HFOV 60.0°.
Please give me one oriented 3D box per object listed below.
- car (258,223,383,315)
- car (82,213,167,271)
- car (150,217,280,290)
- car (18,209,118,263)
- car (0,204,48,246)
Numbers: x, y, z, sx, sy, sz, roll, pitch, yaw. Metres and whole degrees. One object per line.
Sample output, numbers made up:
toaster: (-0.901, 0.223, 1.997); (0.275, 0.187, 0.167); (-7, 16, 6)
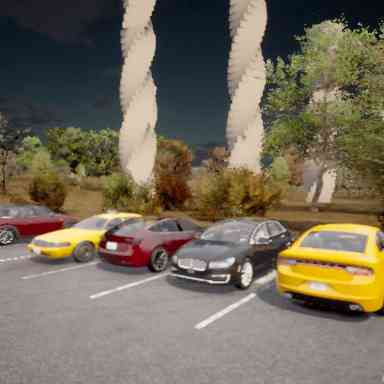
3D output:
car: (3.618, 1.484, 7.778); (2.097, 1.535, 5.008); (0, 0, 36)
car: (-0.842, 1.521, 11.003); (2.163, 1.488, 4.792); (0, 0, 36)
car: (1.383, 1.489, 9.387); (2.231, 1.521, 4.892); (0, 0, 36)
car: (-3.214, 1.486, 12.432); (1.946, 1.575, 5.366); (0, 0, 36)
car: (-7.603, 1.351, 15.754); (2.185, 1.767, 4.553); (0, 0, 35)
